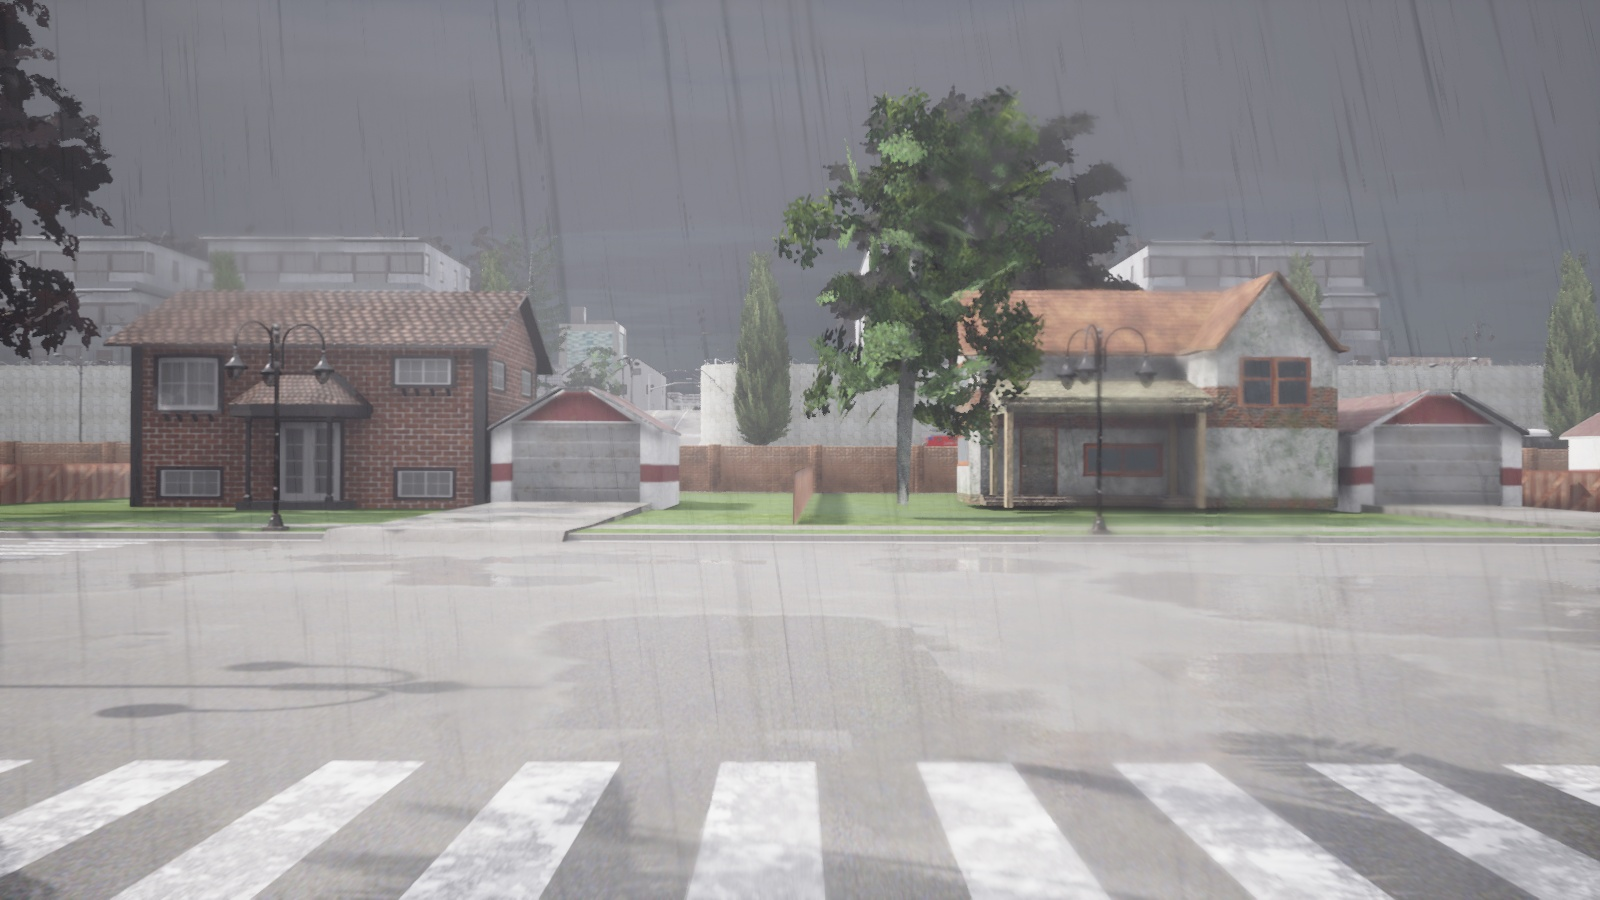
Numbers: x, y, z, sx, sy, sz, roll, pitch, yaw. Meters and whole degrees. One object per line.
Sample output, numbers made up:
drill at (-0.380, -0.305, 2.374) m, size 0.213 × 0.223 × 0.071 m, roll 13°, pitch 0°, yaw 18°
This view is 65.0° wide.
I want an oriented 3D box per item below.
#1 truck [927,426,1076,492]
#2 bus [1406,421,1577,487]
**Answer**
truck at (11.990, 0.552, 75.343) m, size 8.468 × 3.827 × 2.891 m, roll 0°, pitch -1°, yaw 1°
bus at (46.421, 0.297, 84.324) m, size 10.273 × 4.253 × 3.944 m, roll 0°, pitch -1°, yaw -17°
